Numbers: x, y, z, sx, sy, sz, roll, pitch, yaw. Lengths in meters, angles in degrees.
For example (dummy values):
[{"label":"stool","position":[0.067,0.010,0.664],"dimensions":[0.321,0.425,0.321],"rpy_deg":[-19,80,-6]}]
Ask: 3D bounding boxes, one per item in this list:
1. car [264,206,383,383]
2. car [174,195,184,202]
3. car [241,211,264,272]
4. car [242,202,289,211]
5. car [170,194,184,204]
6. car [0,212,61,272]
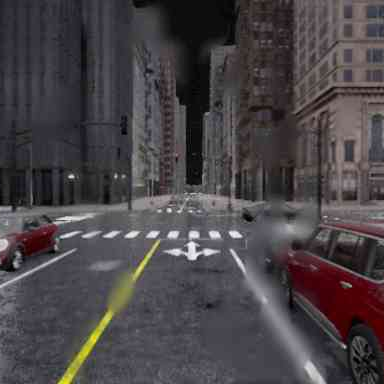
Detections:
[{"label":"car","position":[2.759,1.303,4.880],"dimensions":[2.192,1.841,5.009],"rpy_deg":[0,0,0]},{"label":"car","position":[-2.818,1.371,75.391],"dimensions":[2.033,1.411,5.357],"rpy_deg":[0,0,0]},{"label":"car","position":[2.761,1.525,10.483],"dimensions":[2.008,1.369,4.403],"rpy_deg":[0,0,0]},{"label":"car","position":[5.876,1.449,22.719],"dimensions":[5.008,1.535,1.882],"rpy_deg":[0,0,0]},{"label":"car","position":[-2.872,1.215,59.932],"dimensions":[2.097,1.767,4.553],"rpy_deg":[0,0,1]},{"label":"car","position":[-5.765,1.414,10.482],"dimensions":[1.967,1.590,4.097],"rpy_deg":[0,0,0]}]
